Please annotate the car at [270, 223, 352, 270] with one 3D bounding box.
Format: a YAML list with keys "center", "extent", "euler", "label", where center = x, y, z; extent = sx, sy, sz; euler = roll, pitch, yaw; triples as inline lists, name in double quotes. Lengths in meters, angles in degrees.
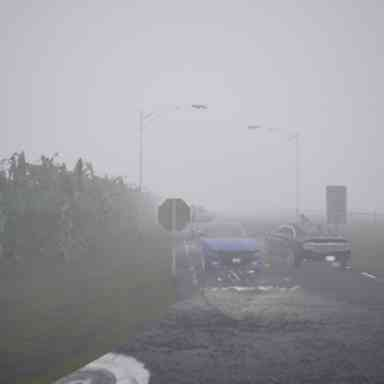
- center: [4.174, 1.924, 12.716]
  extent: [2.128, 1.511, 4.902]
  euler: [0, -2, -3]
  label: "car"

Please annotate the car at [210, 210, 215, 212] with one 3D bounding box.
- center: [2.440, 3.245, 47.917]
  extent: [1.895, 1.301, 4.718]
  euler: [0, -2, -3]
  label: "car"

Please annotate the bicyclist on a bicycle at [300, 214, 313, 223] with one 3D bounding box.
- center: [6.829, 2.134, 20.101]
  extent: [1.656, 1.620, 0.582]
  euler: [-1, -2, -3]
  label: "bicyclist on a bicycle"

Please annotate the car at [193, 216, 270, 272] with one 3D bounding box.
- center: [1.228, 1.887, 12.560]
  extent: [1.882, 1.535, 5.008]
  euler: [0, -2, -3]
  label: "car"

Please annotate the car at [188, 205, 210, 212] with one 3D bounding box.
- center: [0.232, 2.328, 32.827]
  extent: [2.150, 2.045, 5.566]
  euler: [0, -2, -3]
  label: "car"

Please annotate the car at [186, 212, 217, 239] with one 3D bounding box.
- center: [0.730, 2.302, 22.598]
  extent: [2.033, 1.411, 5.357]
  euler: [0, -2, -3]
  label: "car"

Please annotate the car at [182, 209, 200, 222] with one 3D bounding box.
- center: [-0.244, 2.954, 43.160]
  extent: [2.128, 1.511, 4.902]
  euler: [0, -2, -2]
  label: "car"
